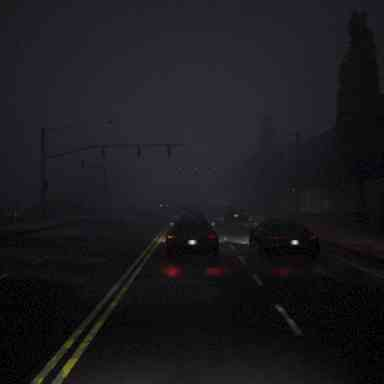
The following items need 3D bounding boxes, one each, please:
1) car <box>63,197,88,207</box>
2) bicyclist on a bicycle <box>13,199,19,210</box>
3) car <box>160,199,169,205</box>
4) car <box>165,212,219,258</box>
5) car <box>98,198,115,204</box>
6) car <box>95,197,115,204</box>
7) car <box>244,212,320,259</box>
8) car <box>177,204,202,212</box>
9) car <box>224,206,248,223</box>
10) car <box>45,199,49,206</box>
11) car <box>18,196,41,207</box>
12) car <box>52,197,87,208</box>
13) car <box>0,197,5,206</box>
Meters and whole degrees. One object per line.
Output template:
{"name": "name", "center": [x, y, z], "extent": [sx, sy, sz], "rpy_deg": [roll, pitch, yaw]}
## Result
{"name": "car", "center": [-21.402, 1.825, 61.144], "extent": [3.866, 1.878, 1.905], "rpy_deg": [0, -1, 0]}
{"name": "bicyclist on a bicycle", "center": [-25.451, 1.828, 48.073], "extent": [0.582, 1.620, 1.656], "rpy_deg": [0, 0, 0]}
{"name": "car", "center": [-6.593, 2.360, 80.597], "extent": [1.882, 1.535, 5.008], "rpy_deg": [0, -1, 2]}
{"name": "car", "center": [0.021, 1.713, 13.430], "extent": [1.994, 1.385, 4.181], "rpy_deg": [0, -1, 0]}
{"name": "car", "center": [-21.409, 2.310, 83.659], "extent": [3.806, 1.475, 1.970], "rpy_deg": [0, -1, 0]}
{"name": "car", "center": [-21.423, 2.040, 80.767], "extent": [3.866, 1.878, 1.905], "rpy_deg": [0, -1, 0]}
{"name": "car", "center": [3.520, 1.712, 13.350], "extent": [1.994, 1.385, 4.181], "rpy_deg": [0, -1, 0]}
{"name": "car", "center": [-0.190, 1.806, 28.497], "extent": [2.128, 1.511, 4.902], "rpy_deg": [0, 0, -5]}
{"name": "car", "center": [3.808, 1.878, 28.513], "extent": [1.994, 1.385, 4.181], "rpy_deg": [0, -1, 8]}
{"name": "car", "center": [-38.876, 2.278, 83.655], "extent": [3.905, 1.438, 1.784], "rpy_deg": [0, -1, 0]}
{"name": "car", "center": [-38.943, 2.036, 80.761], "extent": [4.605, 1.855, 1.932], "rpy_deg": [0, -1, 0]}
{"name": "car", "center": [-21.459, 1.791, 58.250], "extent": [4.605, 1.855, 1.932], "rpy_deg": [0, -1, 0]}
{"name": "car", "center": [-38.867, 2.094, 63.861], "extent": [3.806, 1.475, 1.970], "rpy_deg": [0, -1, 0]}
